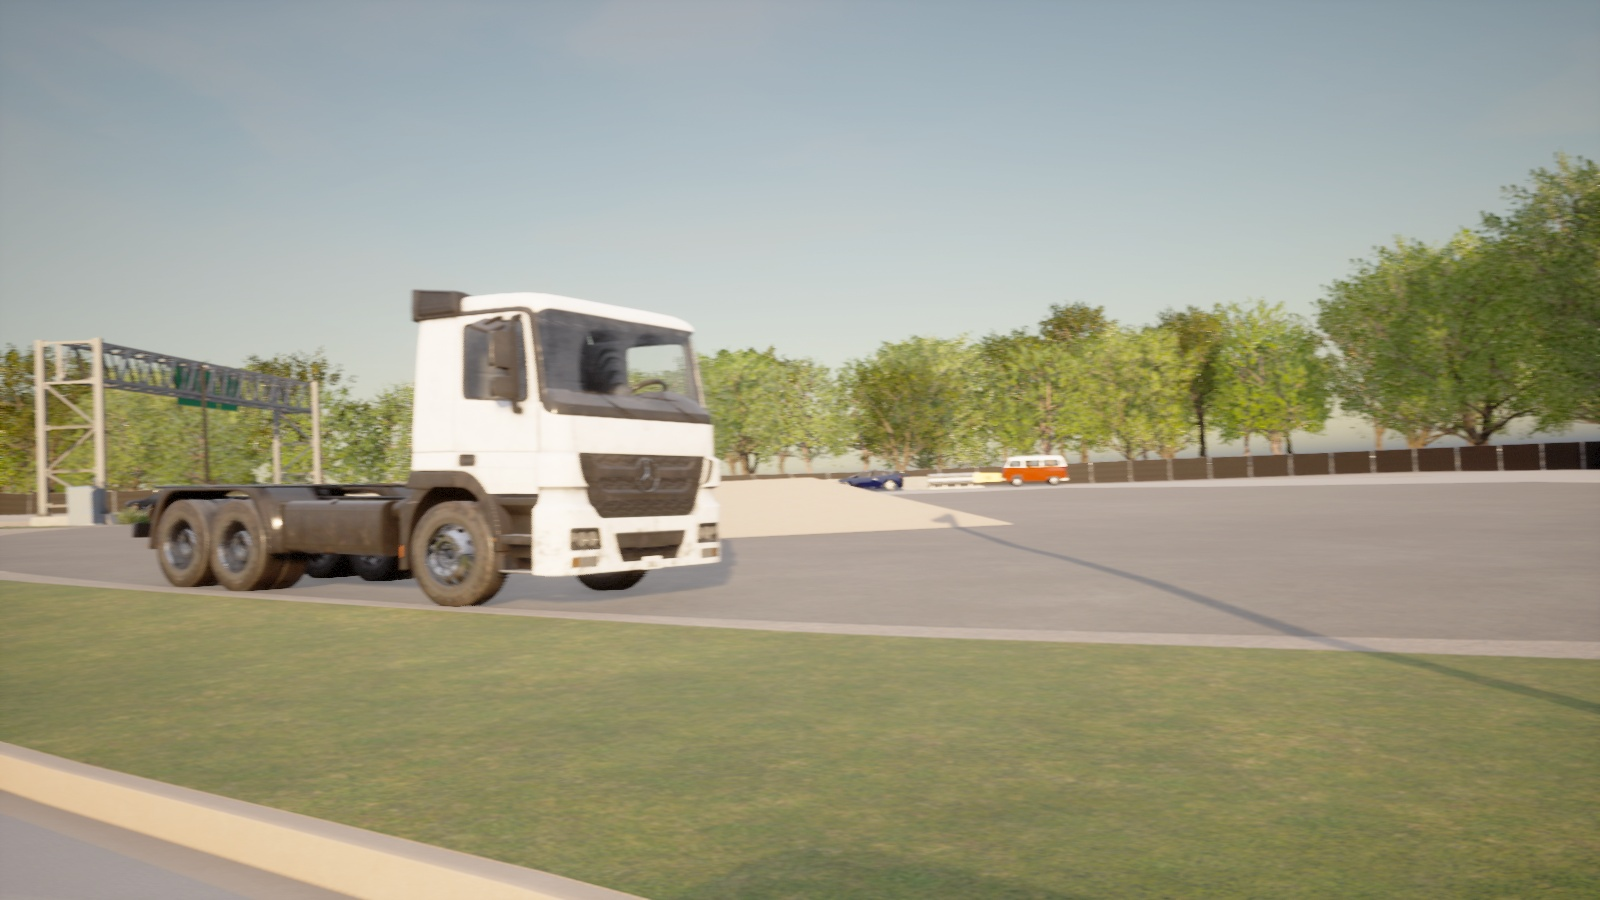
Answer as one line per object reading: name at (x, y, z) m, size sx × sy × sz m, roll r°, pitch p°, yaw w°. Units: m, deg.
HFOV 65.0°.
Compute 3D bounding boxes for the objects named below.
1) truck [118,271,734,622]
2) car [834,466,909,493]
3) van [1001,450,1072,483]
truck at (-4.931, 0.114, 15.737) m, size 7.936 × 3.462 × 2.891 m, roll -2°, pitch -2°, yaw 33°
car at (4.669, 1.914, 82.437) m, size 4.792 × 1.488 × 2.163 m, roll -3°, pitch -1°, yaw 3°
van at (16.058, 1.111, 85.318) m, size 4.480 × 2.038 × 2.069 m, roll -2°, pitch 1°, yaw 5°
